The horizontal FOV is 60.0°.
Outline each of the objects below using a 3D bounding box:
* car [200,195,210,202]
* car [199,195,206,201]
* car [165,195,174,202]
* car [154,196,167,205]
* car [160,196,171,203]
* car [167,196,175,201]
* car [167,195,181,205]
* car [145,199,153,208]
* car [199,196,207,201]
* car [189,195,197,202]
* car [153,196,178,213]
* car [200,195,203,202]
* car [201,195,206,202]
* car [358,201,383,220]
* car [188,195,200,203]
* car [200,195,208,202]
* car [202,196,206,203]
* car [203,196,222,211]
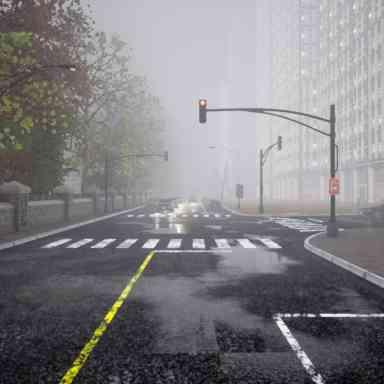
[{"bbox_3d":[2.883,1.502,75.351,1.967,1.590,4.097,0,0,0],"label":"car"},{"bbox_3d":[2.926,1.642,92.247,2.008,1.369,4.403,0,0,0],"label":"car"},{"bbox_3d":[-5.483,1.511,81.004,1.967,1.590,4.097,0,0,0],"label":"car"},{"bbox_3d":[-5.540,1.478,58.476,1.967,1.590,4.097,0,0,0],"label":"car"},{"bbox_3d":[-5.512,1.578,69.571,1.752,1.417,4.829,0,0,0],"label":"car"},{"bbox_3d":[-5.469,1.626,86.637,1.887,1.381,4.507,0,0,0],"label":"car"},{"bbox_3d":[-2.972,1.532,48.642,1.837,1.490,4.892,0,0,0],"label":"car"},{"bbox_3d":[-5.570,1.608,47.210,1.802,1.307,4.206,0,0,0],"label":"car"},{"bbox_3d":[2.911,1.632,86.615,2.008,1.369,4.403,0,0,0],"label":"car"},{"bbox_3d":[0.200,1.442,78.849,1.837,1.490,4.892,0,0,0],"label":"car"},{"bbox_3d":[-3.002,1.523,38.252,1.837,1.490,4.892,0,0,0],"label":"car"},{"bbox_3d":[2.869,1.598,69.720,1.887,1.381,4.507,0,0,0],"label":"car"},{"bbox_3d":[2.825,1.597,52.822,1.947,1.339,4.313,0,0,0],"label":"car"},{"bbox_3d":[14.870,1.262,24.737,4.674,1.442,1.812,-1,0,0],"label":"car"},{"bbox_3d":[0.174,1.653,68.879,1.895,1.301,4.718,0,0,0],"label":"car"},{"bbox_3d":[2.898,1.511,80.983,1.967,1.590,4.097,0,0,0],"label":"car"},{"bbox_3d":[2.811,1.592,47.189,1.947,1.339,4.313,0,0,0],"label":"car"},{"bbox_3d":[2.796,1.587,41.556,1.947,1.339,4.313,0,0,0],"label":"car"}]
